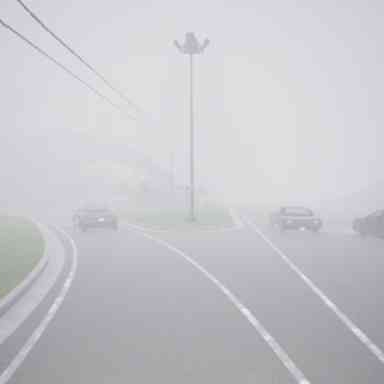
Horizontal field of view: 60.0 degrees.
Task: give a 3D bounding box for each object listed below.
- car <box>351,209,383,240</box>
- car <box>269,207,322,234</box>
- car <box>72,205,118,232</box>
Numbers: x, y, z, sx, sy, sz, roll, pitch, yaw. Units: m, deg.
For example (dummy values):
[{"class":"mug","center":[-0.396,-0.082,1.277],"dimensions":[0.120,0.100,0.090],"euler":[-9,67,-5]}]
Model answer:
[{"class":"car","center":[8.636,1.412,14.012],"dimensions":[2.033,1.411,5.357],"euler":[0,0,4]},{"class":"car","center":[5.437,1.443,18.091],"dimensions":[1.895,1.301,4.718],"euler":[0,0,4]},{"class":"car","center":[-5.719,1.428,19.436],"dimensions":[1.994,1.385,4.181],"euler":[0,0,-28]}]
